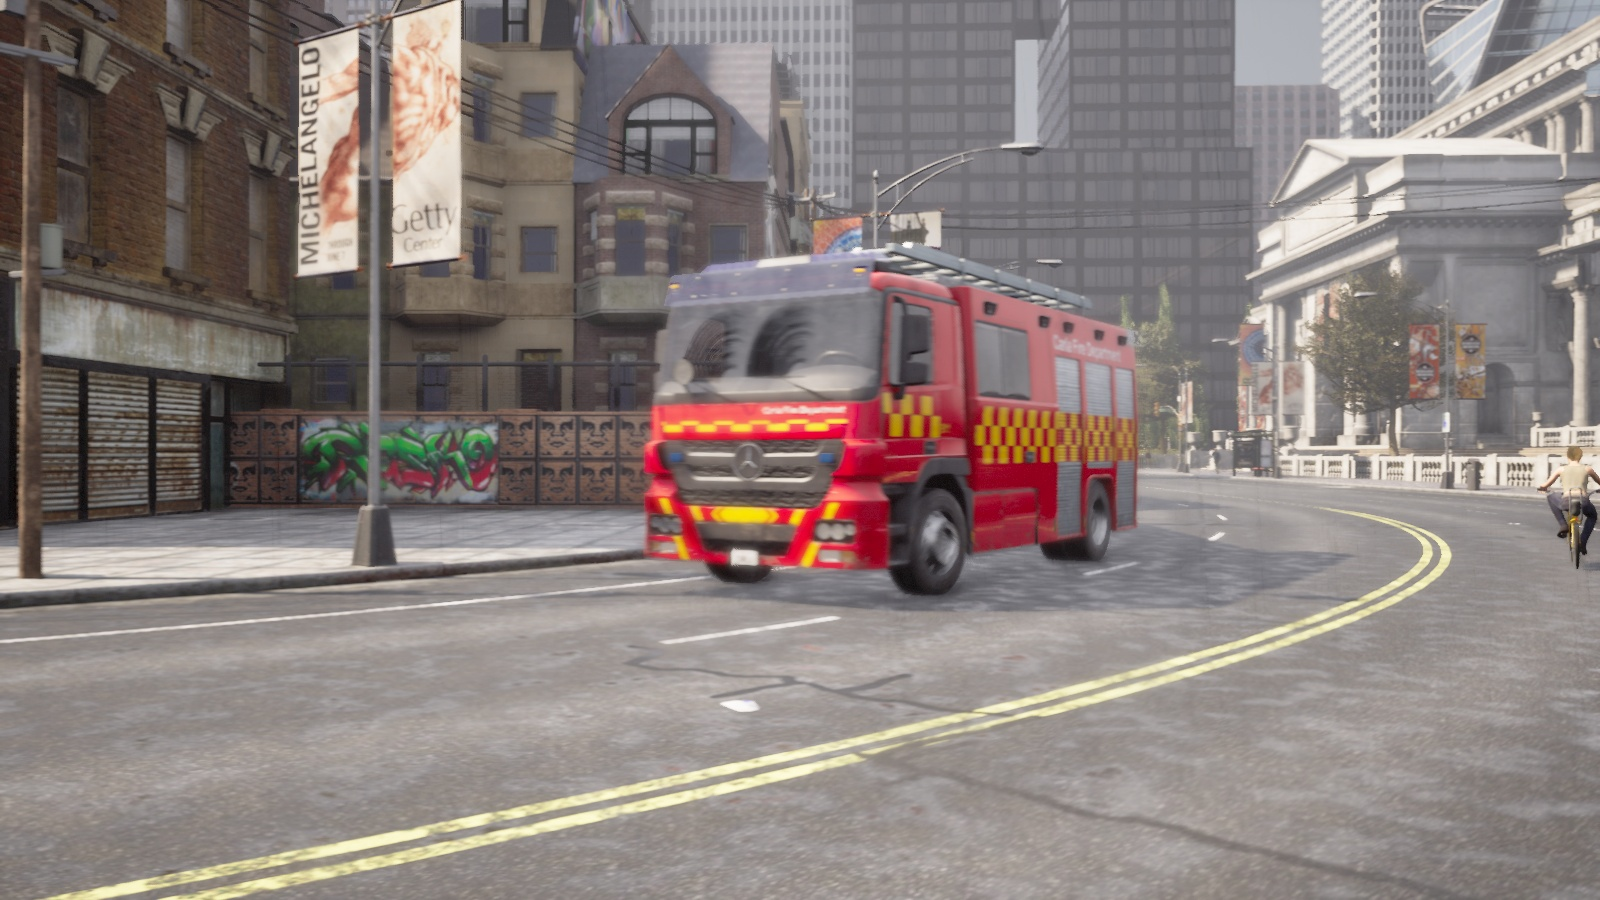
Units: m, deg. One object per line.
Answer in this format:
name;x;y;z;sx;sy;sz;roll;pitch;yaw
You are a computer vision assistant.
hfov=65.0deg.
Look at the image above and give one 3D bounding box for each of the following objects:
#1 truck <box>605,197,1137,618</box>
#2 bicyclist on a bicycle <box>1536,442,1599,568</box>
truck;1.484;-0.373;15.763;2.891;3.827;8.468;0;0;32
bicyclist on a bicycle;10.437;0.708;16.906;0.866;1.612;1.509;-1;0;29
